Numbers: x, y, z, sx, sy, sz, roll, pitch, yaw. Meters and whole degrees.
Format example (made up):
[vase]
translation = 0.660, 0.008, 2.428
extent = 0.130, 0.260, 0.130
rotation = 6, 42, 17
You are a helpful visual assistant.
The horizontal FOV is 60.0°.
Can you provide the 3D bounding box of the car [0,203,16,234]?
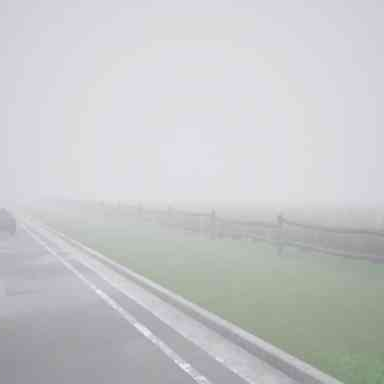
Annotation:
[car]
translation = -11.116, 1.545, 18.695
extent = 1.994, 1.385, 4.181
rotation = 0, 0, -32
